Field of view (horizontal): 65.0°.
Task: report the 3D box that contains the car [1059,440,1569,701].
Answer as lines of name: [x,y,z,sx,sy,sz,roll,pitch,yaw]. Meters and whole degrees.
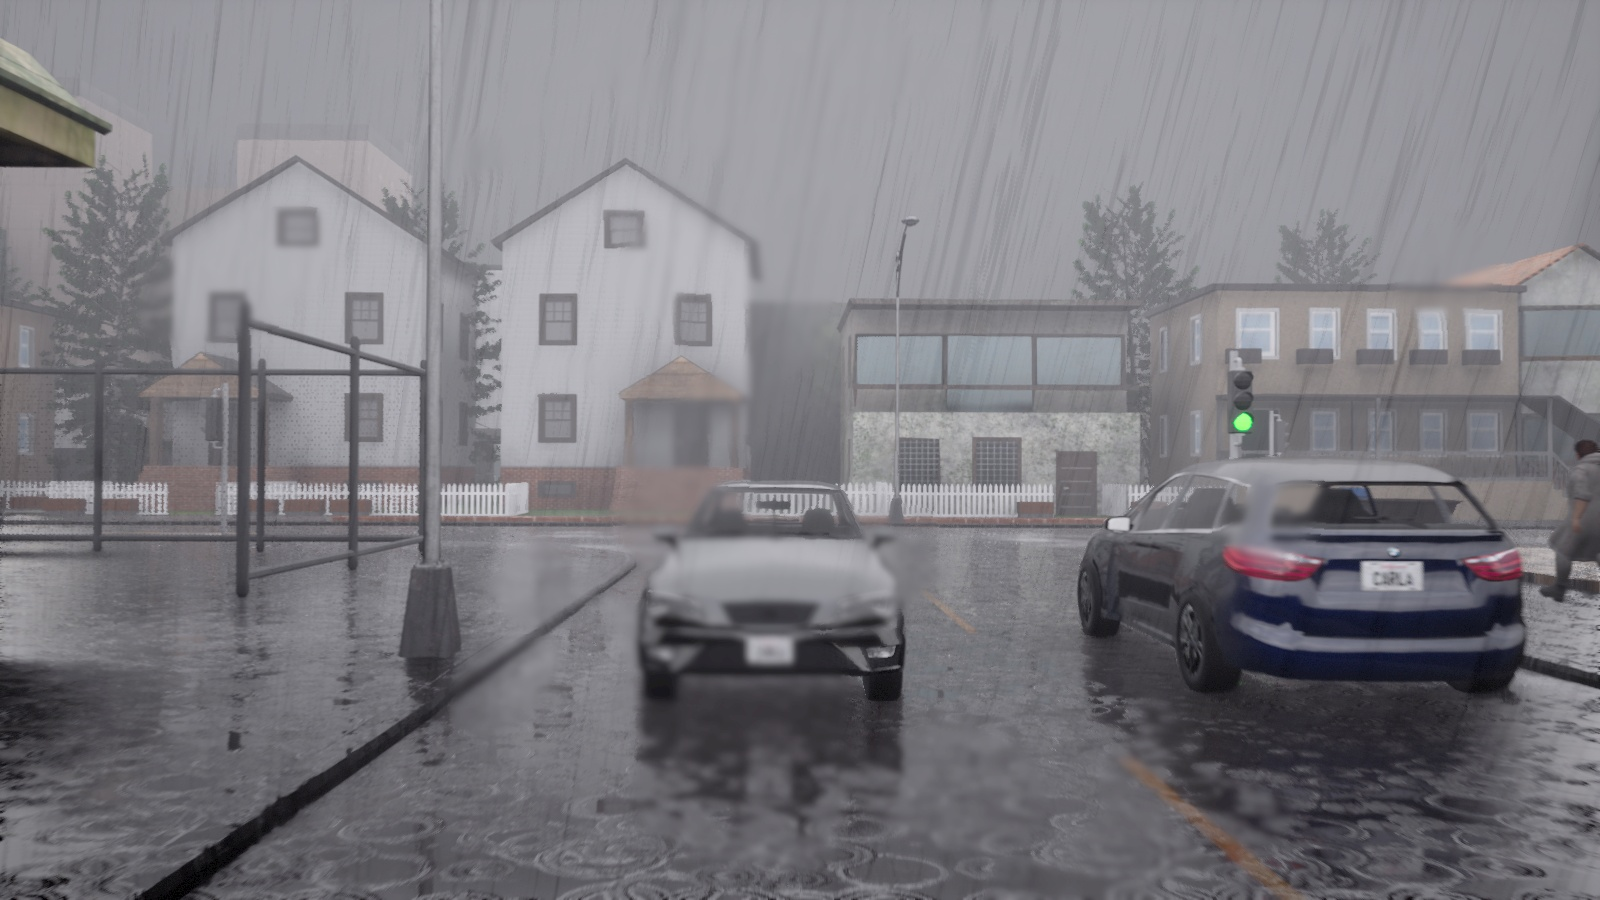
car: [3.791,0.801,10.395,2.242,1.667,4.611,0,-1,-1]

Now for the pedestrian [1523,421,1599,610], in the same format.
pedestrian: [8.419,0.686,13.523,0.659,1.952,0.873,0,-1,-14]

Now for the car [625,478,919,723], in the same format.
car: [-0.179,0.976,9.860,1.816,1.474,4.193,0,-1,0]
